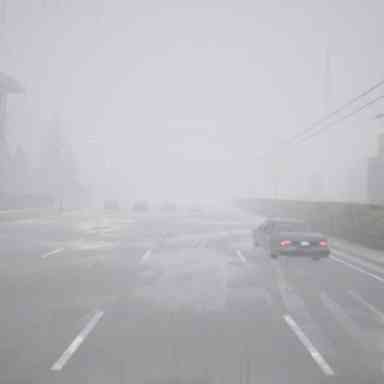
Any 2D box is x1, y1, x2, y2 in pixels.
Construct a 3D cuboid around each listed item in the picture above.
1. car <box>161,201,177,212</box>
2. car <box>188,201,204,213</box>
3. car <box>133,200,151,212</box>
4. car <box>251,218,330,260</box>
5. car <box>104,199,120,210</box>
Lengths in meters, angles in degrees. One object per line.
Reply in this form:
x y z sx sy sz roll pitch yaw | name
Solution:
-3.062 1.909 45.371 1.994 1.385 4.181 1 0 0 | car
0.428 1.933 43.907 1.812 1.442 4.674 1 0 0 | car
-6.572 1.778 43.678 1.812 1.442 4.674 1 0 0 | car
3.703 1.751 13.357 2.033 1.411 5.357 1 0 0 | car
-11.039 1.667 45.970 2.128 1.511 4.902 1 0 -7 | car
